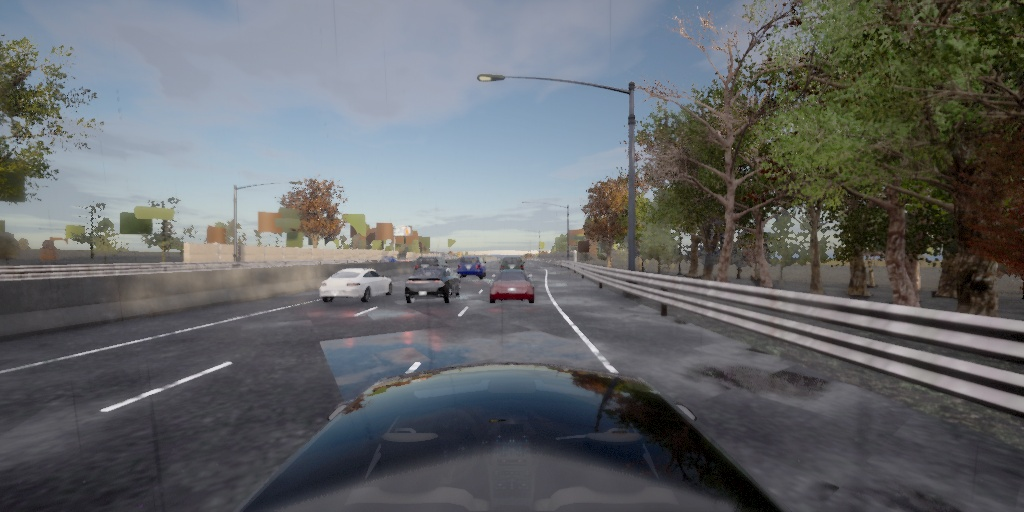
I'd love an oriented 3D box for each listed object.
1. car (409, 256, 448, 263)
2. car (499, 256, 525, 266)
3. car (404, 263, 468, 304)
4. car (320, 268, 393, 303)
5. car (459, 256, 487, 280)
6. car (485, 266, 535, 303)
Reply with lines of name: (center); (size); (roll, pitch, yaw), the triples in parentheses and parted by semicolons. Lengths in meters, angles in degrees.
car: (-7.000, 1.017, 31.532); (2.150, 2.045, 5.566); (0, 0, 0)
car: (0.000, 1.017, 31.532); (2.150, 2.045, 5.566); (0, 0, 0)
car: (-3.500, 1.245, 16.501); (2.128, 1.511, 4.902); (0, 0, 0)
car: (-7.000, 1.283, 16.501); (1.812, 1.442, 4.674); (0, 0, 0)
car: (-3.500, 1.017, 31.532); (2.150, 2.045, 5.566); (0, 0, 0)
car: (0.000, 1.322, 16.501); (1.994, 1.385, 4.181); (0, 0, 0)
